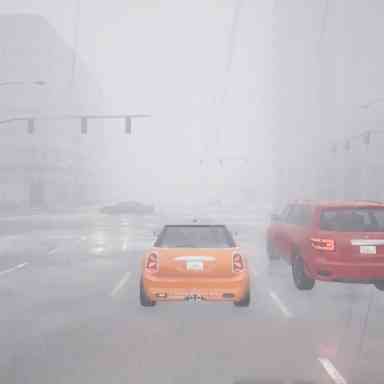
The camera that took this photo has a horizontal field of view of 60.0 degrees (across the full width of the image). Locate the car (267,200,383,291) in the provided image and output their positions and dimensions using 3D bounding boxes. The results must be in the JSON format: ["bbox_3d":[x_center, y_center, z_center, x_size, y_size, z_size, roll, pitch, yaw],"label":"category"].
[{"bbox_3d":[3.554,1.221,9.174,2.150,2.045,5.566,0,0,3],"label":"car"}]

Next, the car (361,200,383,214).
[{"bbox_3d":[20.533,1.564,35.312,4.181,1.385,1.994,0,0,1],"label":"car"}]

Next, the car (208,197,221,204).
[{"bbox_3d":[3.672,1.525,53.873,1.812,1.442,4.674,0,0,1],"label":"car"}]

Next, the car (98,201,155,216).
[{"bbox_3d":[-6.178,1.548,32.141,5.357,1.411,2.033,0,0,1],"label":"car"}]

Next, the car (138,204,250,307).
[{"bbox_3d":[0.075,1.352,8.154,2.097,1.767,4.553,0,0,1],"label":"car"}]
